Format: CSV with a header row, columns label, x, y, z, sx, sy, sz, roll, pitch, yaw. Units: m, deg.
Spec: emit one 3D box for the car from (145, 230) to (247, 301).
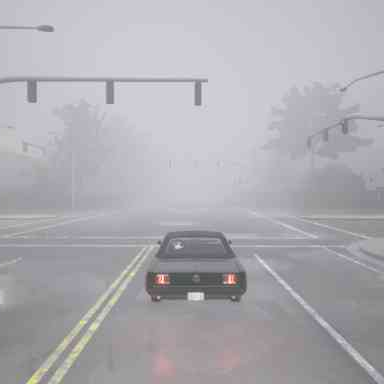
label,x,y,z,sx,sy,sz,roll,pitch,yaw
car,0.066,1.601,8.242,1.895,1.301,4.718,0,0,0
